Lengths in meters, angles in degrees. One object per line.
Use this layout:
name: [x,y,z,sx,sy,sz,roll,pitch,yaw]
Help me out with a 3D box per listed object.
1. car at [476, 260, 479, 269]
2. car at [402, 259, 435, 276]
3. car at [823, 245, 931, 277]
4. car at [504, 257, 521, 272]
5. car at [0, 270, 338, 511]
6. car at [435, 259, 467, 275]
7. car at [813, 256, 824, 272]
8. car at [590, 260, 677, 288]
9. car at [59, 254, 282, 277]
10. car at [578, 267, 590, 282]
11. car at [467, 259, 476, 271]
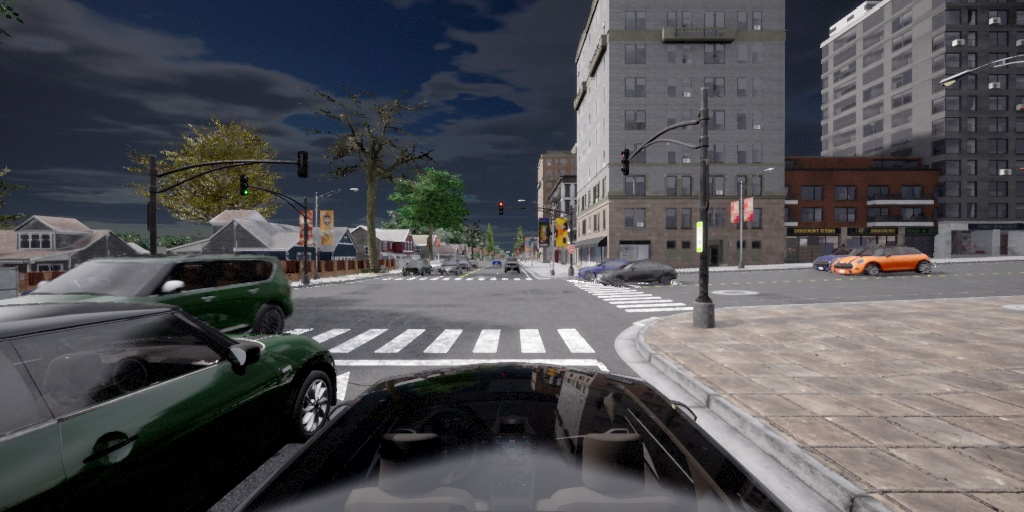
car: [-6.625,1.321,59.612,1.837,1.490,4.892,0,0,0]
car: [-9.868,1.120,37.471,2.097,1.767,4.553,0,0,0]
car: [22.239,0.262,21.747,4.553,1.767,2.097,-2,0,0]
car: [0.043,1.286,45.496,1.837,1.490,4.892,0,0,0]
car: [-3.151,1.102,2.482,2.097,1.767,4.553,0,0,0]
car: [-6.618,1.262,39.548,2.128,1.511,4.902,0,0,0]
car: [23.766,0.194,24.999,4.553,1.767,2.097,-2,0,0]
car: [7.357,1.009,21.248,4.674,1.442,1.812,-2,0,-6]
car: [-6.607,0.971,6.714,2.150,2.045,5.566,0,0,2]
car: [7.024,1.009,25.499,4.674,1.442,1.812,-2,0,7]
car: [-6.629,1.335,49.266,2.033,1.411,5.357,0,0,0]
